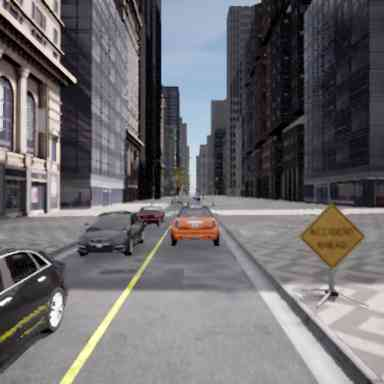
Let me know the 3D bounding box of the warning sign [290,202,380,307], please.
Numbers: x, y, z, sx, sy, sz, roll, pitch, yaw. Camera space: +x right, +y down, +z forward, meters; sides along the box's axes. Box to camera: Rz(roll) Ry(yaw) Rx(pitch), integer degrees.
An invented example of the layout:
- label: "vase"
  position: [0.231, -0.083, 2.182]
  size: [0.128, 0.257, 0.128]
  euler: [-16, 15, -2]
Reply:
- label: "warning sign"
  position: [2.727, 1.143, 6.511]
  size: [1.300, 1.860, 1.060]
  euler: [0, 0, 0]

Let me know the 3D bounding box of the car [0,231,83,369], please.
- label: "car"
  position: [-3.093, 1.515, 4.025]
  size: [1.837, 1.490, 4.892]
  euler: [0, 0, 0]

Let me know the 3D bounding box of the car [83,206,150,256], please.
- label: "car"
  position: [-3.063, 1.548, 13.451]
  size: [1.837, 1.490, 4.892]
  euler: [0, 0, 0]

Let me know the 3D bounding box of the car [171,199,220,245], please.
- label: "car"
  position: [0.139, 1.408, 16.034]
  size: [2.097, 1.767, 4.553]
  euler: [0, 0, 0]

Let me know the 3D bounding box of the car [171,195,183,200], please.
- label: "car"
  position: [-2.851, 1.548, 63.447]
  size: [2.097, 1.767, 4.553]
  euler: [0, 0, 1]

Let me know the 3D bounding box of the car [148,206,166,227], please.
- label: "car"
  position: [-2.996, 1.678, 23.711]
  size: [1.895, 1.301, 4.718]
  euler: [0, 0, 1]

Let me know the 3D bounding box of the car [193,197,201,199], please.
- label: "car"
  position: [0.216, 1.708, 43.496]
  size: [1.994, 1.385, 4.181]
  euler: [0, 0, 0]
